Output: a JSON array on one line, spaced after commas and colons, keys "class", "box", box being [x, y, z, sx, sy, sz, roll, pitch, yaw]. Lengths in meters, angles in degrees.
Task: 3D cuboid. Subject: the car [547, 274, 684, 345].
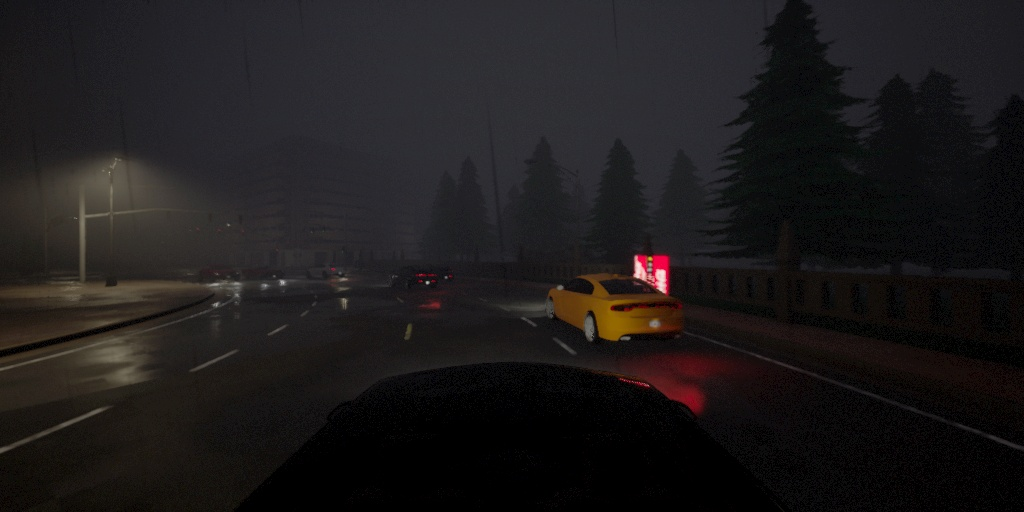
[{"class": "car", "box": [2.404, 1.221, 9.643, 1.882, 1.535, 5.008, 0, 0, -11]}]

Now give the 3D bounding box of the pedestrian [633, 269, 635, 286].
[{"class": "pedestrian", "box": [5.236, 0.874, 14.799, 0.375, 1.860, 0.375, 0, 0, -17]}]

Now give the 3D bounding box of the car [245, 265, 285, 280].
[{"class": "car", "box": [-23.275, 1.508, 33.595, 4.718, 1.301, 1.895, 0, 0, 34]}]

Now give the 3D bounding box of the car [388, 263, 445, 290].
[{"class": "car", "box": [-6.435, 1.319, 23.106, 1.837, 1.490, 4.892, 2, -1, -37]}]

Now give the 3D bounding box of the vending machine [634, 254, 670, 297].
[{"class": "vending machine", "box": [5.499, 0.925, 14.103, 1.100, 2.100, 0.880, 0, 0, -16]}]

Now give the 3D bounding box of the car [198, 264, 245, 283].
[{"class": "car", "box": [-25.010, 1.441, 30.536, 4.674, 1.442, 1.812, -1, 0, 34]}]

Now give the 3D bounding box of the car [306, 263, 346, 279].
[{"class": "car", "box": [-18.019, 1.410, 34.765, 4.674, 1.442, 1.812, -1, -1, 32]}]

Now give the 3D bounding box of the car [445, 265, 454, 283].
[{"class": "car", "box": [-6.267, 1.312, 27.903, 1.837, 1.490, 4.892, 0, -1, -38]}]
